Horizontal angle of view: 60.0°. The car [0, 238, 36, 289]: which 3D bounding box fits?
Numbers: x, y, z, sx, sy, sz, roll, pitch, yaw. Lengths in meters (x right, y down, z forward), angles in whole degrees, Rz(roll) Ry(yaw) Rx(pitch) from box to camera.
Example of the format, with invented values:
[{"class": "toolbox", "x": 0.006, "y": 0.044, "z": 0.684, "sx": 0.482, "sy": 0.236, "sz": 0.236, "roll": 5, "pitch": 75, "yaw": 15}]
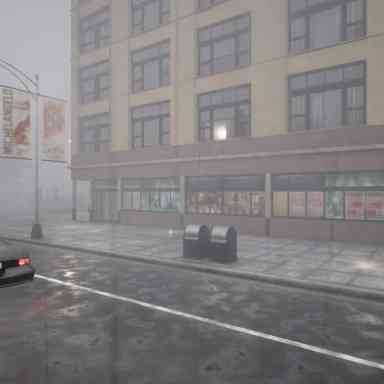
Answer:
[{"class": "car", "x": -6.000, "y": 1.547, "z": 8.142, "sx": 5.357, "sy": 1.411, "sz": 2.033, "roll": 0, "pitch": 0, "yaw": 35}]
